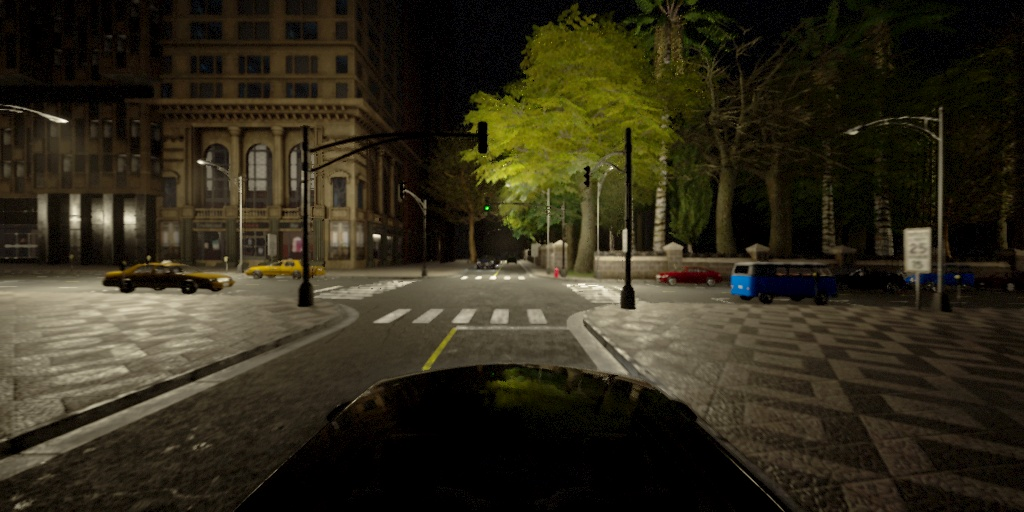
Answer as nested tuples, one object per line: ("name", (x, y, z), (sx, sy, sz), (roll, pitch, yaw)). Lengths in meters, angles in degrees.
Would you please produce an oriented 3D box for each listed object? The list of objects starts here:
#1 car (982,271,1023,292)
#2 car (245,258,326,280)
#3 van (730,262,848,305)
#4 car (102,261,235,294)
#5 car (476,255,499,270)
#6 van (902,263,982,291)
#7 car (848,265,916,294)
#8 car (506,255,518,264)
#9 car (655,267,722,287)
("car", (33.982, 1.679, 24.201), (4.507, 1.381, 1.888), (0, 0, 0))
("car", (-15.368, 0.848, 24.376), (4.829, 1.417, 1.751), (0, 0, 0))
("van", (11.868, 1.155, 15.753), (3.998, 1.789, 1.690), (0, 0, 0))
("car", (-15.050, 0.893, 15.849), (4.829, 1.417, 1.751), (0, 0, 0))
("car", (-3.081, 0.723, 43.361), (2.097, 1.767, 4.553), (0, 0, 0))
("van", (28.458, 1.384, 24.220), (3.998, 1.789, 1.690), (0, 0, 0))
("car", (20.544, 1.418, 21.579), (4.902, 1.511, 2.128), (1, 0, 0))
("car", (-0.007, 0.715, 64.958), (1.837, 1.490, 4.892), (0, 0, 0))
("car", (11.888, 1.352, 24.279), (4.207, 1.307, 1.802), (0, 0, 0))
